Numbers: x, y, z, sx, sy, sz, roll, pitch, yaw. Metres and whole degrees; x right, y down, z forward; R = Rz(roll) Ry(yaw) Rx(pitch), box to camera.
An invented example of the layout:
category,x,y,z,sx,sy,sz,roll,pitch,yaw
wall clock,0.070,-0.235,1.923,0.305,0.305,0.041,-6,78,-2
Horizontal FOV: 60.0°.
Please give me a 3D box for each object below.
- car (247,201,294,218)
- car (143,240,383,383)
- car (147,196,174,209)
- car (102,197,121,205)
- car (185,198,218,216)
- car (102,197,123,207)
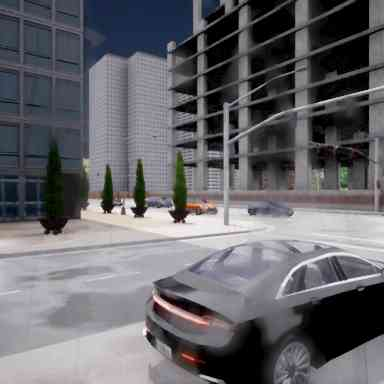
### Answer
category,x,y,z,sx,sy,sz,roll,pitch,yaw
car,7.111,1.581,30.623,1.812,1.442,4.674,0,0,-36
car,1.662,1.491,5.040,4.902,1.511,2.128,0,0,-36
car,-4.459,1.407,46.547,2.097,1.767,4.553,0,0,-36
car,-14.829,1.666,60.967,1.994,1.385,4.181,0,0,-36
car,0.622,1.407,33.599,2.097,1.767,4.553,0,0,-36
car,-12.348,1.547,51.479,2.128,1.511,4.902,0,0,-36
